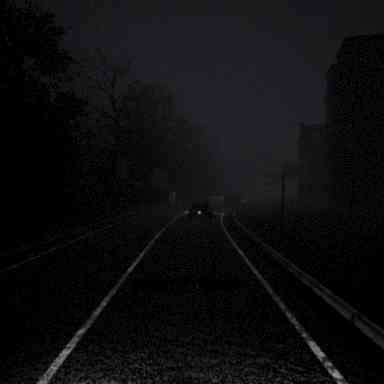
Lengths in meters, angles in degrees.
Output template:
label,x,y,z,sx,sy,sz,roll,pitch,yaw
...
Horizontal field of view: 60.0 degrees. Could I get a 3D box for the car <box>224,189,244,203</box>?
label,x,y,z,sx,sy,sz,roll,pitch,yaw
car,6.290,0.775,50.826,1.882,1.535,5.008,2,2,20

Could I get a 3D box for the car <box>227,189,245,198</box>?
label,x,y,z,sx,sy,sz,roll,pitch,yaw
car,8.375,0.247,63.513,1.812,1.442,4.674,3,4,28

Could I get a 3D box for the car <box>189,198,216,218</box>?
label,x,y,z,sx,sy,sz,roll,pitch,yaw
car,0.897,1.319,28.224,1.837,1.490,4.892,1,1,8
